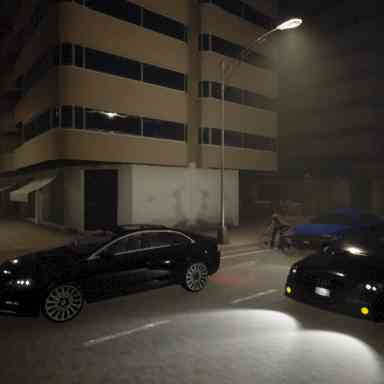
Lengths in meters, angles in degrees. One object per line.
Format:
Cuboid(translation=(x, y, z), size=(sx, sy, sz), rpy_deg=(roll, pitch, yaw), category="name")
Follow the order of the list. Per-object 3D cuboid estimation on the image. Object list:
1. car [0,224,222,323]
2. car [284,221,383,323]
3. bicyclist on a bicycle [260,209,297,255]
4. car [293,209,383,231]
Cuboid(translation=(-1.548, 1.492, 7.289), size=(4.902, 1.511, 2.128), rpy_deg=(0, 0, -37), category="car")
Cuboid(translation=(3.853, 1.564, 7.043), size=(4.181, 1.385, 1.994), rpy_deg=(0, 0, -38), category="car")
Cuboid(translation=(3.088, 1.455, 12.128), size=(0.582, 1.620, 1.656), rpy_deg=(0, -2, -38), category="bicyclist on a bicycle")
Cuboid(translation=(5.947, 1.478, 13.113), size=(5.008, 1.535, 1.882), rpy_deg=(0, 0, -38), category="car")
